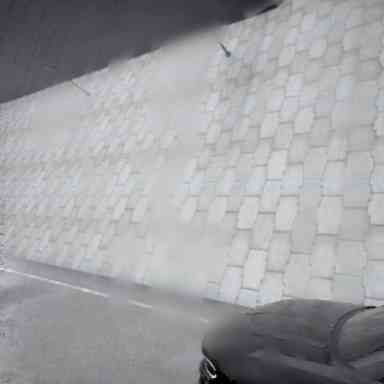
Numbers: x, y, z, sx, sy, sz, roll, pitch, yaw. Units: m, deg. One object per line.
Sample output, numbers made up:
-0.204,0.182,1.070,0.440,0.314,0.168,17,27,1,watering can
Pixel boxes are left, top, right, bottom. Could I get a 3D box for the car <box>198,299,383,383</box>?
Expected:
2.349,1.472,2.315,5.008,1.535,1.882,-1,0,36,car
